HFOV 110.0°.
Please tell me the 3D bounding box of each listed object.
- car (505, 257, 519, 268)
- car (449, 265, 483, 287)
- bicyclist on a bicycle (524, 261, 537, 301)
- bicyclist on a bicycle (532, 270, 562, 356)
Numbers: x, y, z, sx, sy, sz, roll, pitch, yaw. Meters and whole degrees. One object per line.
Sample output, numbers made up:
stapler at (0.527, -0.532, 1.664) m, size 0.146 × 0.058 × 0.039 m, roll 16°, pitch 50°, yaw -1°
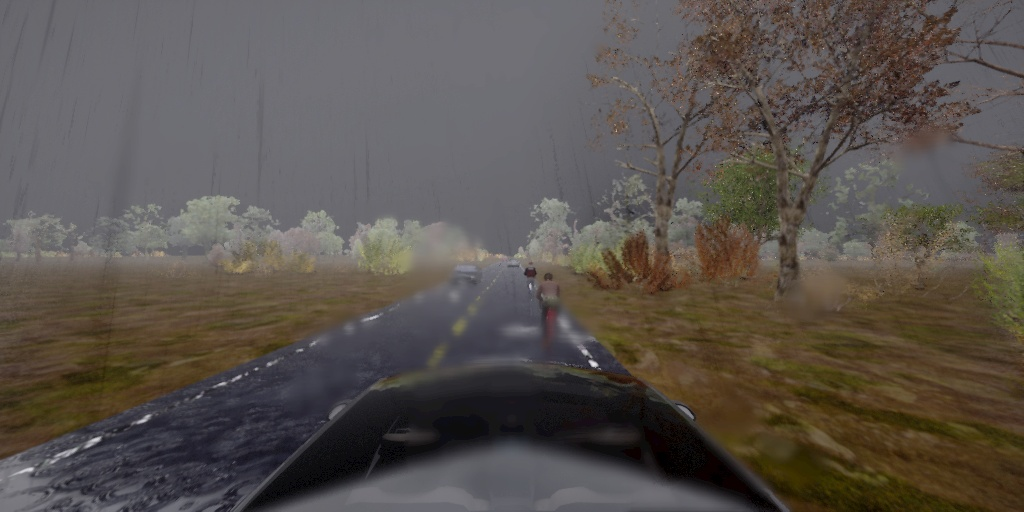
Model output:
car at (0.293, 1.307, 62.667) m, size 1.994 × 1.385 × 4.181 m, roll 0°, pitch 0°, yaw 0°
car at (-3.029, 1.295, 24.762) m, size 2.033 × 1.411 × 5.357 m, roll 0°, pitch 0°, yaw 0°
bicyclist on a bicycle at (0.863, 1.116, 16.473) m, size 0.659 × 1.776 × 1.843 m, roll -1°, pitch 0°, yaw 0°
bicyclist on a bicycle at (0.832, 1.199, 7.710) m, size 0.582 × 1.620 × 1.656 m, roll -1°, pitch 0°, yaw 0°
